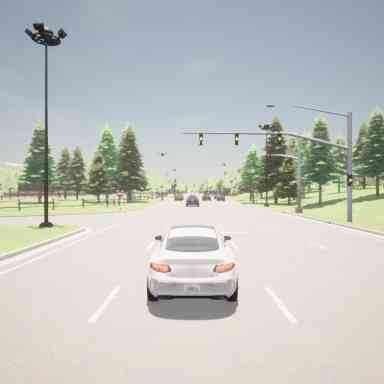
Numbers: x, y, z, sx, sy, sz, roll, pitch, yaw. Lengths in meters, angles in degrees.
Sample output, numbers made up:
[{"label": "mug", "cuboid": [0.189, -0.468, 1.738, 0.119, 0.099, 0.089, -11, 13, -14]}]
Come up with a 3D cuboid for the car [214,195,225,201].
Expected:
[{"label": "car", "cuboid": [7.154, 1.517, 82.668, 2.128, 1.511, 4.902, 0, 0, 0]}]

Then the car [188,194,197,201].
[{"label": "car", "cuboid": [0.154, 1.348, 83.067, 2.097, 1.767, 4.553, 0, 0, 0]}]

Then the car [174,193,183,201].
[{"label": "car", "cuboid": [-3.346, 1.544, 83.071, 1.994, 1.385, 4.181, 0, 0, 0]}]

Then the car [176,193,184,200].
[{"label": "car", "cuboid": [-3.327, 1.187, 93.077, 2.097, 1.767, 4.553, 0, 0, 0]}]

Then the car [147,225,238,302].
[{"label": "car", "cuboid": [0.022, 1.526, 8.165, 1.812, 1.442, 4.674, 0, 0, 0]}]

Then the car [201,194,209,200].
[{"label": "car", "cuboid": [3.673, 1.372, 93.094, 2.033, 1.411, 5.357, 0, 0, 0]}]

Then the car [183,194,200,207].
[{"label": "car", "cuboid": [0.097, 1.352, 52.038, 2.097, 1.767, 4.553, 0, 0, 0]}]

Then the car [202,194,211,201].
[{"label": "car", "cuboid": [3.654, 1.348, 83.061, 2.097, 1.767, 4.553, 0, 0, 0]}]

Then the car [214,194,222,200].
[{"label": "car", "cuboid": [7.173, 1.385, 93.088, 1.994, 1.385, 4.181, 0, 0, 0]}]

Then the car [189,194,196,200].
[{"label": "car", "cuboid": [0.173, 1.332, 93.101, 1.837, 1.490, 4.892, 0, 0, 0]}]
